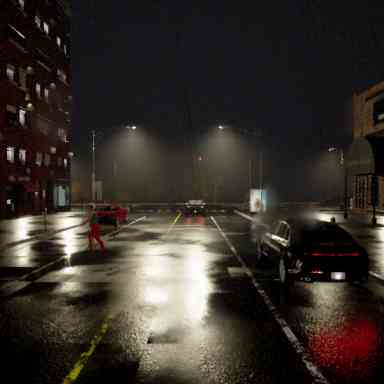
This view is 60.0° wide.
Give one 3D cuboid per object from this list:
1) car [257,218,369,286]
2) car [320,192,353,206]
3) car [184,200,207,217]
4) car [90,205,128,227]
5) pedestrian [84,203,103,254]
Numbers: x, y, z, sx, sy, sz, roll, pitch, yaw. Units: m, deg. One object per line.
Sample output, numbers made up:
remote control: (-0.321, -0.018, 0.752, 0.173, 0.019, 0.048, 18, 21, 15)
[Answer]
car: (3.080, 1.503, 9.380, 1.837, 1.490, 4.892, 0, 0, 0)
car: (23.133, 1.033, 50.940, 5.566, 2.045, 2.150, 0, 1, 1)
car: (0.337, 1.482, 31.040, 2.128, 1.511, 4.902, 0, 0, 1)
car: (-5.508, 1.538, 22.470, 1.887, 1.381, 4.507, -1, 0, 1)
pedestrian: (-3.559, 1.292, 12.023, 0.375, 1.860, 0.375, -1, 1, -2)
